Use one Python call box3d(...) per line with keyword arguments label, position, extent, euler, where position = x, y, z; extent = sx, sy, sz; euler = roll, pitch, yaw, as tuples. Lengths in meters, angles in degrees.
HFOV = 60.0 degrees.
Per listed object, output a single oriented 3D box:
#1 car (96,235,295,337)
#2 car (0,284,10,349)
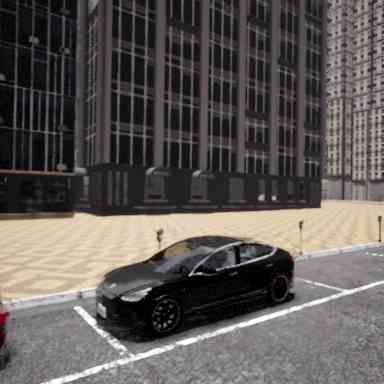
box3d(label="car", position=(0.292, 1.606, 6.758), extent=(4.313, 1.339, 1.947), euler=(1, 0, -35))
box3d(label="car", position=(-4.301, 1.567, 3.481), extent=(4.206, 1.307, 1.802), euler=(1, 0, -35))
